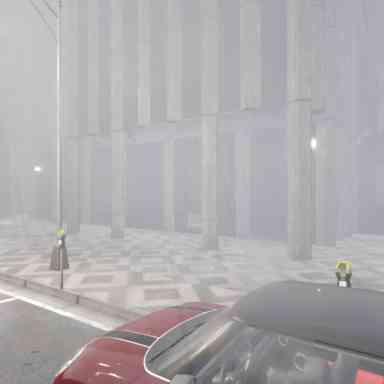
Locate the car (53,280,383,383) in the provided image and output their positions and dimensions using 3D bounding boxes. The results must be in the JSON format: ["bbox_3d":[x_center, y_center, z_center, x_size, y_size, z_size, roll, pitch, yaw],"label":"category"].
[{"bbox_3d":[0.744,1.440,2.436,4.097,1.590,1.967,0,0,35],"label":"car"}]
